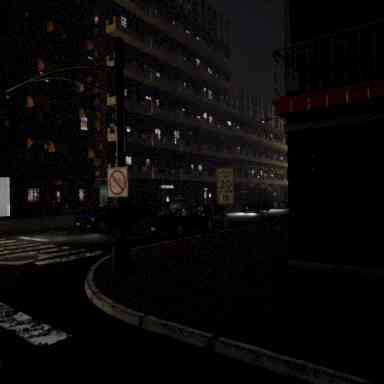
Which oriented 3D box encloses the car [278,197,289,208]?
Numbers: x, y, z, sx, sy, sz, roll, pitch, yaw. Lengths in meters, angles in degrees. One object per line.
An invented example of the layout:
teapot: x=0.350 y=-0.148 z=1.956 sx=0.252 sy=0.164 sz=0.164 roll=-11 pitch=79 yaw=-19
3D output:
car: x=13.044 y=1.423 z=44.834 sx=2.128 sy=1.511 sz=4.902 roll=-1 pitch=-1 yaw=37

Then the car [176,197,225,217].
car: x=1.102 y=1.326 z=28.311 sx=2.097 sy=1.767 sz=4.553 roll=-1 pitch=-1 yaw=36

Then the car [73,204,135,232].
car: x=-4.752 y=1.475 z=20.162 sx=1.882 sy=1.535 sz=5.008 roll=-1 pitch=-1 yaw=36

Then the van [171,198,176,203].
van: x=-0.392 y=1.365 z=30.457 sx=1.690 sy=1.788 sz=3.998 roll=-1 pitch=-1 yaw=36

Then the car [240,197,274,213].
car: x=6.952 y=1.517 z=36.423 sx=1.994 sy=1.385 sz=4.181 roll=-1 pitch=-1 yaw=36

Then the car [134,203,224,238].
car: x=-0.488 y=1.435 z=16.812 sx=2.008 sy=1.369 sz=4.403 roll=-1 pitch=-1 yaw=36

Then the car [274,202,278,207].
car: x=9.359 y=1.430 z=44.030 sx=1.967 sy=1.590 sz=4.097 roll=-1 pitch=-1 yaw=36
